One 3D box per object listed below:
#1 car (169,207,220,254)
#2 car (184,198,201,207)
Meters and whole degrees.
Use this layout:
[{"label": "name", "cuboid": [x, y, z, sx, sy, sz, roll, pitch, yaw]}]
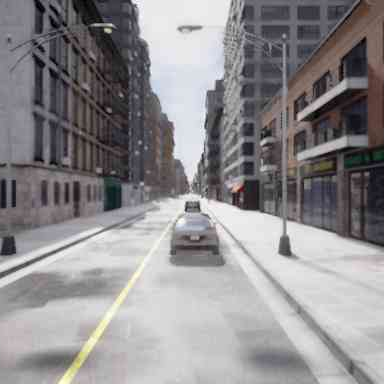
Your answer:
[{"label": "car", "cuboid": [0.094, 1.554, 13.458, 2.033, 1.411, 5.357, 0, 0, 0]}, {"label": "car", "cuboid": [0.085, 1.506, 40.768, 2.128, 1.511, 4.902, 0, 0, 0]}]
